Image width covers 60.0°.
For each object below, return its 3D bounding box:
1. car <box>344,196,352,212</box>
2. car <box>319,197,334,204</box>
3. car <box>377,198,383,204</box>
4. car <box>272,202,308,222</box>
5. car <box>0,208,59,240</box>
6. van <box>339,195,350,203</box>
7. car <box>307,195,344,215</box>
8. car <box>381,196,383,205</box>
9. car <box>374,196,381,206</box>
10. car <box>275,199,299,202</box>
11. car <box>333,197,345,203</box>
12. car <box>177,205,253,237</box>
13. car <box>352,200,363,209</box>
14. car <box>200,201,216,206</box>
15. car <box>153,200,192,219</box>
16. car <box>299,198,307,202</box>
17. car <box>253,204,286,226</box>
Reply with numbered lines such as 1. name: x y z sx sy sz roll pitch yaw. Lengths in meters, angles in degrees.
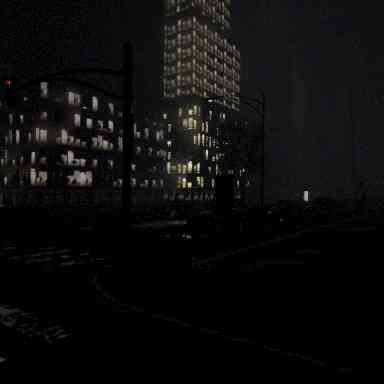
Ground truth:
1. car: 18.474 1.721 42.271 1.967 1.590 4.097 1 0 36
2. car: 28.188 1.849 69.598 1.947 1.339 4.313 1 0 36
3. car: 44.826 2.047 78.012 2.008 1.369 4.403 1 0 36
4. car: 7.964 1.779 27.922 1.802 1.307 4.206 1 0 36
5. car: -8.422 1.504 15.000 2.128 1.511 4.902 1 0 31
6. van: 38.088 1.706 82.991 1.690 1.788 3.998 1 0 36
7. car: 15.202 1.569 37.786 2.192 1.841 5.009 1 0 36
8. car: 41.530 1.784 73.547 2.192 1.841 5.009 1 0 36
9. car: 35.029 1.941 64.756 1.752 1.417 4.829 1 0 36
10. car: 11.610 1.675 42.746 1.837 1.490 4.892 1 1 37
11. car: 34.686 1.862 78.390 1.752 1.417 4.829 1 0 36
12. car: 1.449 1.696 19.106 2.008 1.369 4.403 1 0 36
13. car: 25.031 1.774 51.227 1.967 1.590 4.097 1 0 36
14. car: 1.974 1.587 29.765 2.128 1.511 4.902 1 0 37
15. car: -1.608 1.481 29.500 1.967 1.590 4.097 1 0 36
16. car: 18.189 1.727 56.070 1.752 1.417 4.829 1 0 36
17. car: 4.707 1.737 23.514 1.947 1.339 4.313 1 0 36
